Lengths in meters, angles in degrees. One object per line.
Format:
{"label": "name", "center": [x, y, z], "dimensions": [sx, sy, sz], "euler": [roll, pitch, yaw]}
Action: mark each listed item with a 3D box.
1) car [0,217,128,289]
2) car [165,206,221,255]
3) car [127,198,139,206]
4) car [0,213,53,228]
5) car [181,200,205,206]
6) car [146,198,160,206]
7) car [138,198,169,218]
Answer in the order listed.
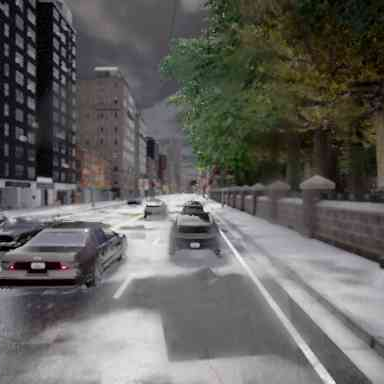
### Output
{"label": "car", "center": [-3.147, 1.554, 9.297], "dimensions": [2.033, 1.411, 5.357], "euler": [0, 0, 0]}
{"label": "car", "center": [0.103, 1.514, 13.427], "dimensions": [1.837, 1.490, 4.892], "euler": [0, 0, 0]}
{"label": "car", "center": [-9.781, 1.661, 56.496], "dimensions": [1.895, 1.301, 4.718], "euler": [0, 0, 1]}
{"label": "car", "center": [-6.598, 1.610, 13.210], "dimensions": [1.895, 1.301, 4.718], "euler": [0, 0, 0]}
{"label": "car", "center": [0.108, 1.527, 29.859], "dimensions": [1.837, 1.490, 4.892], "euler": [0, 0, 0]}
{"label": "car", "center": [-6.534, 1.660, 56.148], "dimensions": [1.895, 1.301, 4.718], "euler": [0, 0, 1]}
{"label": "car", "center": [-3.142, 1.514, 29.816], "dimensions": [2.128, 1.511, 4.902], "euler": [0, 0, 0]}
